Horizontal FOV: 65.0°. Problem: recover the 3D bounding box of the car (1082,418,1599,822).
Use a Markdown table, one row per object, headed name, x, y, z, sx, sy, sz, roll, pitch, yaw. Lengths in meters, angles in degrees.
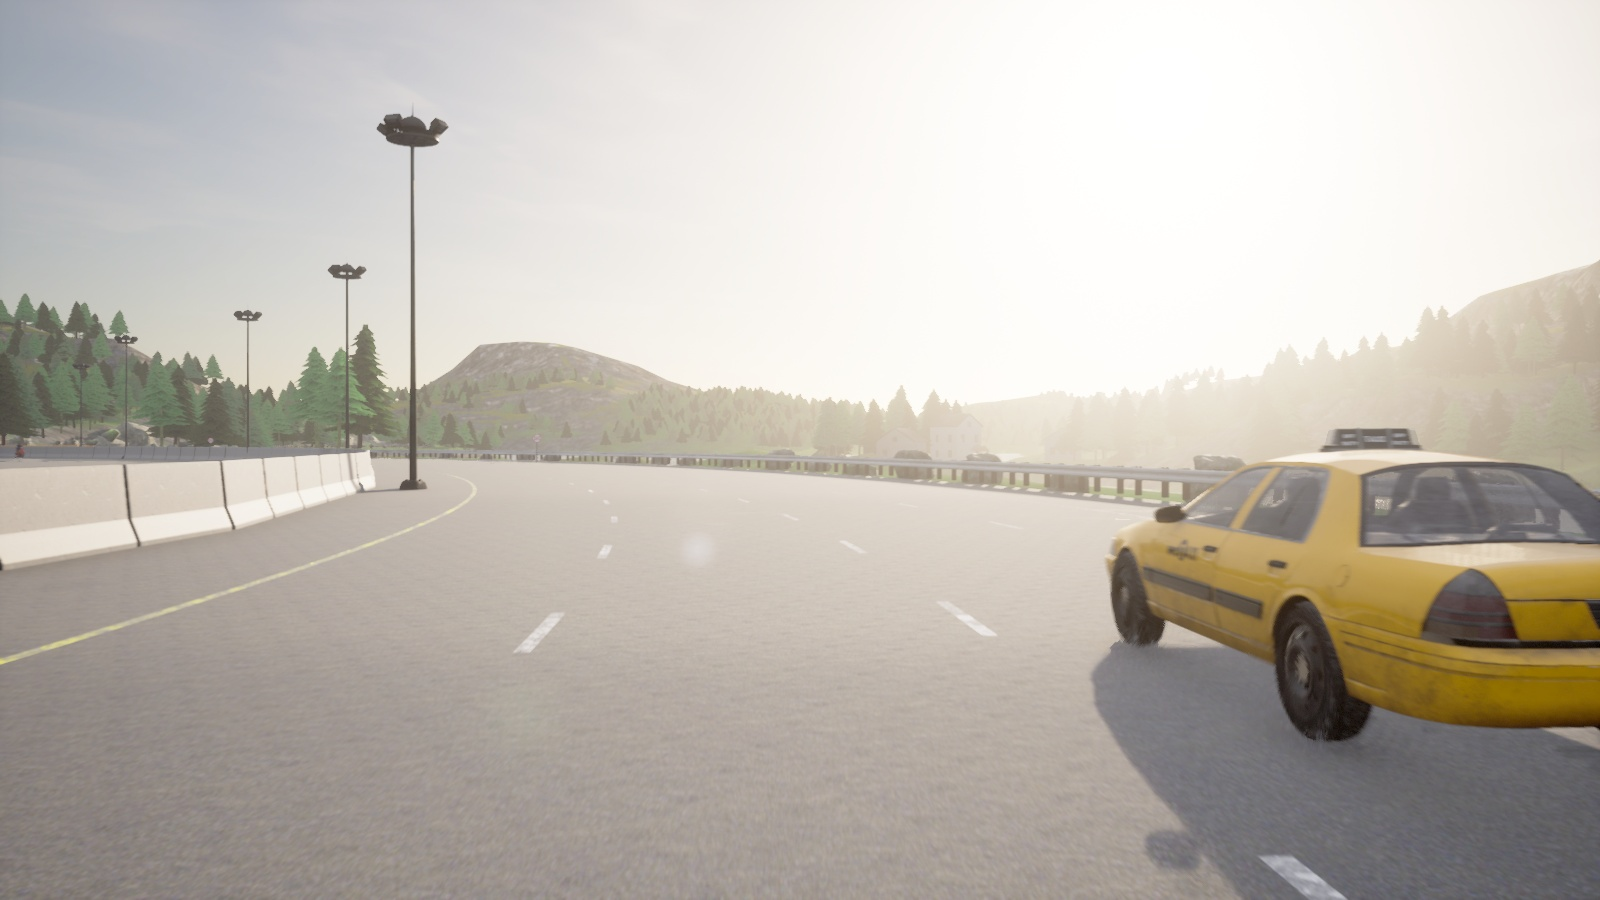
| name | x | y | z | sx | sy | sz | roll | pitch | yaw |
| --- | --- | --- | --- | --- | --- | --- | --- | --- | --- |
| car | 3.330 | 0.645 | 7.615 | 1.801 | 1.575 | 5.366 | 0 | 0 | -3 |
